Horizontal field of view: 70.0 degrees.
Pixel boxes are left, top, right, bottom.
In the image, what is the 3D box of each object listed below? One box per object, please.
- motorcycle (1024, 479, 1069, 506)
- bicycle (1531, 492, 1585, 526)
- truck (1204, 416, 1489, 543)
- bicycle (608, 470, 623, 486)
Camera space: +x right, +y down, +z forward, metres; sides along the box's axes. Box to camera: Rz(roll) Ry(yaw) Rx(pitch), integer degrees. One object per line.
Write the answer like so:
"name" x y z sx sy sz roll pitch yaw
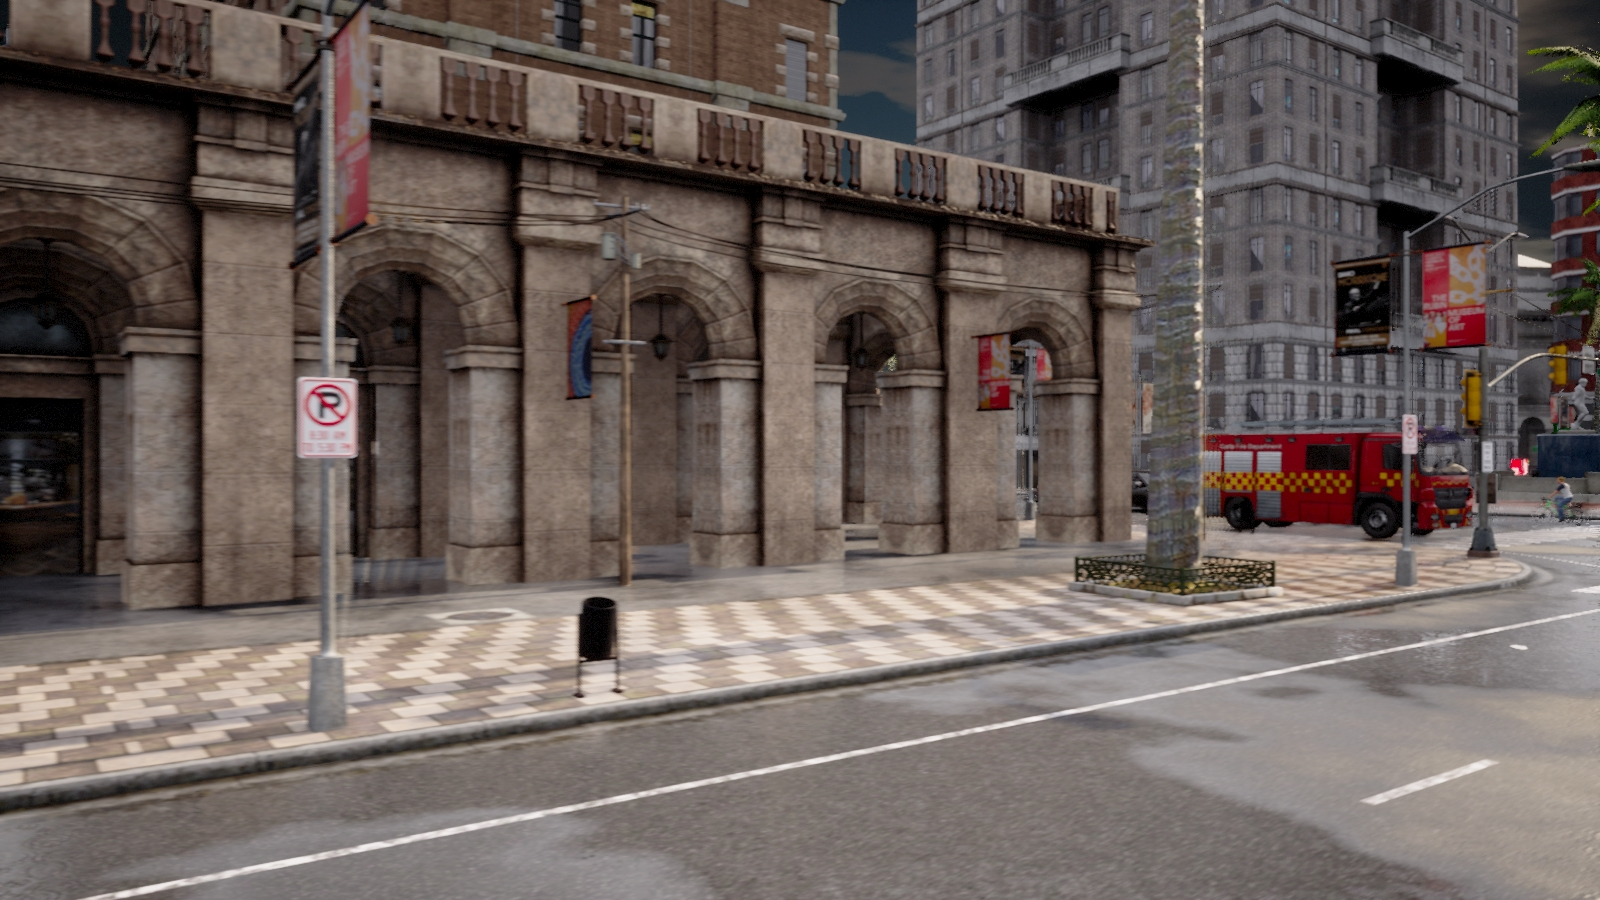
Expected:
"motorcycle" 12.681 2.170 58.757 0.764 1.277 2.356 0 0 -35
"bicycle" 28.450 2.206 42.903 0.373 1.196 1.643 0 -1 -42
"truck" 18.274 0.891 38.917 2.891 3.827 8.468 0 0 -34
"bicycle" -14.605 2.211 90.319 0.329 1.171 1.835 0 0 -37
